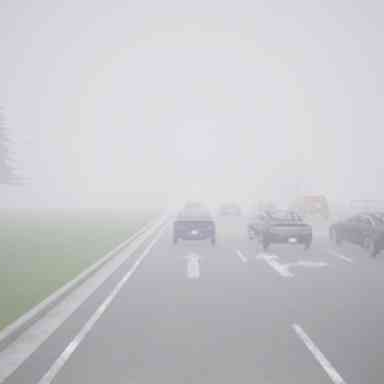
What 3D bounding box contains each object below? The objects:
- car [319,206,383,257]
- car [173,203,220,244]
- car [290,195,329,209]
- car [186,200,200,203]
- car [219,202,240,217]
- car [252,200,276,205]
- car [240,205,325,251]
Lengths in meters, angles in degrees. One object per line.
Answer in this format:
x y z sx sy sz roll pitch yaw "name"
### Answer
7.104 1.522 13.084 2.128 1.511 4.902 0 0 0 "car"
0.102 1.515 16.149 1.882 1.535 5.008 0 0 0 "car"
10.580 1.289 30.362 2.150 2.045 5.566 0 0 1 "car"
0.093 1.582 33.646 1.837 1.490 4.892 0 0 0 "car"
3.588 1.637 32.173 1.994 1.385 4.181 0 0 0 "car"
7.091 1.566 32.502 2.128 1.511 4.902 0 0 0 "car"
3.603 1.524 14.333 2.128 1.511 4.902 0 0 0 "car"
